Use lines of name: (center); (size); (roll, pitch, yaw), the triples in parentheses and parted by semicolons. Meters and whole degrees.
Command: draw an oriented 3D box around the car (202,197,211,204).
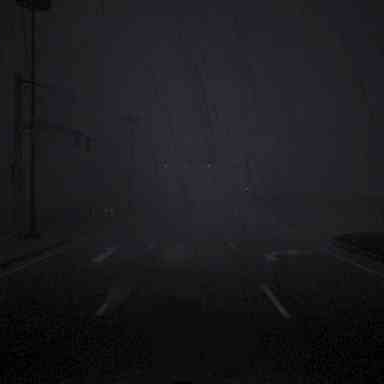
car: (3.579, 2.018, 81.459); (1.882, 1.535, 5.008); (0, 0, 0)

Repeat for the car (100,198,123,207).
car: (-15.022, 1.916, 62.280); (2.128, 1.511, 4.902); (0, 0, 0)

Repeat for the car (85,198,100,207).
car: (-18.516, 1.925, 62.240); (1.837, 1.490, 4.892); (0, 0, 0)

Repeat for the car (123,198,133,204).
car: (-14.947, 2.066, 77.676); (2.033, 1.411, 5.357); (0, 0, 0)

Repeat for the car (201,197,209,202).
car: (3.647, 2.022, 91.877); (1.994, 1.385, 4.181); (0, 0, 0)

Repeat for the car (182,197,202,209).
car: (-0.002, 1.891, 50.627); (2.033, 1.411, 5.357); (0, 0, 0)

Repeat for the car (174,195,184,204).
car: (-3.421, 2.086, 81.618); (2.033, 1.411, 5.357); (0, 0, 0)

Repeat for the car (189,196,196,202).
car: (0.147, 1.969, 91.897); (1.837, 1.490, 4.892); (0, 0, 0)

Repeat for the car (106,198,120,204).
car: (-18.447, 2.066, 77.619); (2.033, 1.411, 5.357); (0, 0, 0)
